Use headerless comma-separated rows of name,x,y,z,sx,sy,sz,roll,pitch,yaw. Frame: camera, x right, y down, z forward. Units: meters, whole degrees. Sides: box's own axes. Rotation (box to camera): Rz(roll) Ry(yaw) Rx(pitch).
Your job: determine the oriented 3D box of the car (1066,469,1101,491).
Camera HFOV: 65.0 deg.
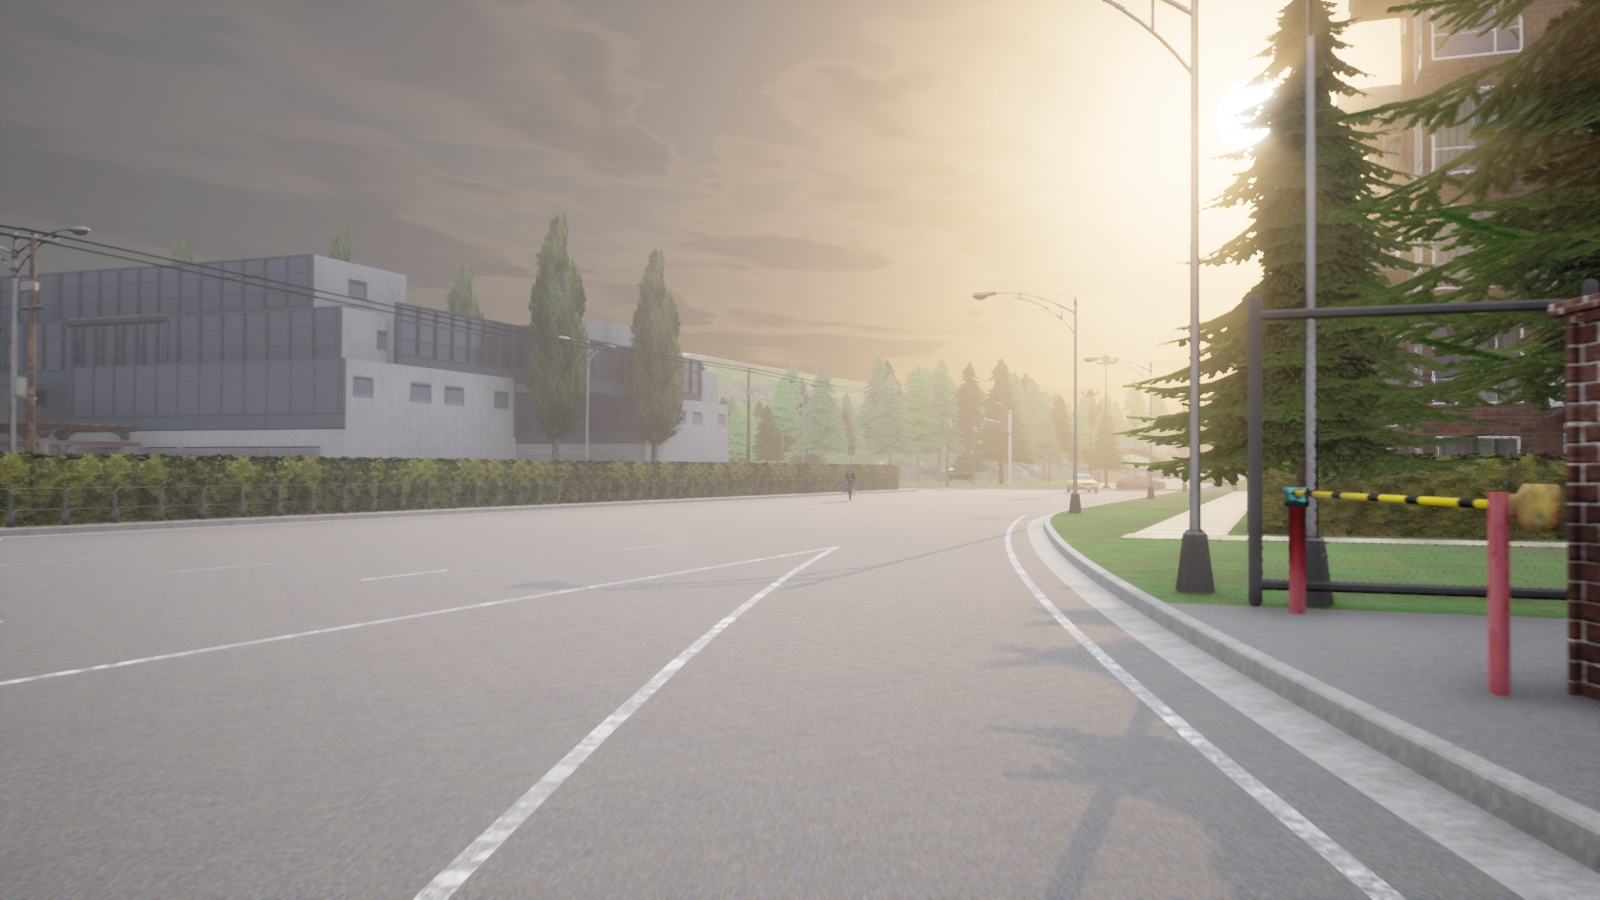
car,21.474,2.267,95.342,1.801,1.575,5.366,0,-1,4
